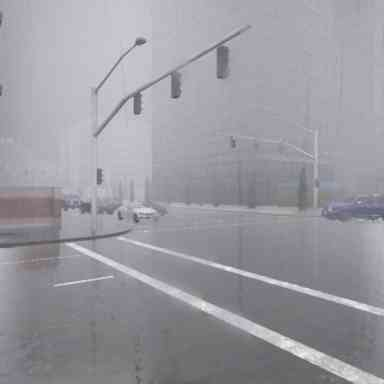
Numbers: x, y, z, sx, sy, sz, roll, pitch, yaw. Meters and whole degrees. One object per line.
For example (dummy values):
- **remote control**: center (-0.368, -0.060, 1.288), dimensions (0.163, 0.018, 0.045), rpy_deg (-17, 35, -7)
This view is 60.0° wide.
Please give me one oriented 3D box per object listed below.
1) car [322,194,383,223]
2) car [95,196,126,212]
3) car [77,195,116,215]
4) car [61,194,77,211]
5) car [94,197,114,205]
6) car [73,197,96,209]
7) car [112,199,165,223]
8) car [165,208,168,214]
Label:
- **car**: center (12.687, 1.216, 24.893), dimensions (5.566, 2.045, 2.150), rpy_deg (0, 1, -4)
- **car**: center (-9.786, 1.348, 39.571), dimensions (2.097, 1.767, 4.553), rpy_deg (0, 0, -36)
- **car**: center (-9.521, 1.349, 33.195), dimensions (2.097, 1.767, 4.553), rpy_deg (0, 0, -36)
- **car**: center (-15.121, 1.218, 41.007), dimensions (2.150, 2.045, 5.566), rpy_deg (0, 0, -36)
- **car**: center (-16.061, 1.594, 60.674), dimensions (1.895, 1.301, 4.718), rpy_deg (0, 0, -36)
- **car**: center (-15.420, 1.521, 47.450), dimensions (1.812, 1.442, 4.674), rpy_deg (0, 0, -35)
- **car**: center (-4.292, 1.522, 25.899), dimensions (1.812, 1.442, 4.674), rpy_deg (0, 0, -36)
- **car**: center (-4.404, 1.543, 32.061), dimensions (2.033, 1.411, 5.357), rpy_deg (0, 0, -36)
